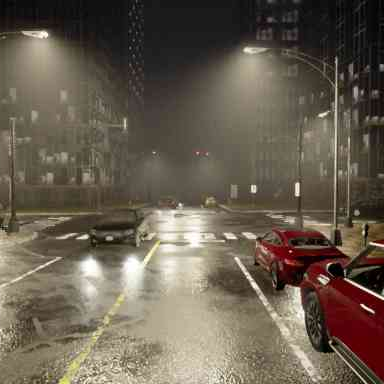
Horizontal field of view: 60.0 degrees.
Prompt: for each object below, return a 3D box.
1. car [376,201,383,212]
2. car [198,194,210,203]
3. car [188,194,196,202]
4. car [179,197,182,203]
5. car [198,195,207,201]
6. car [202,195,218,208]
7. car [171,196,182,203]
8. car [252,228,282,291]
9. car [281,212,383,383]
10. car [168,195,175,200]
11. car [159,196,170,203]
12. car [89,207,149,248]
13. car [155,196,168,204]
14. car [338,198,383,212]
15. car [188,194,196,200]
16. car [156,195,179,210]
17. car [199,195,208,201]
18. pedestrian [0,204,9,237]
[{"bbox_3d":[16.130,1.537,24.051,4.313,1.339,1.947,0,1,-5],"label":"car"},{"bbox_3d":[2.719,1.267,63.395,2.192,1.841,5.009,-1,0,0],"label":"car"},{"bbox_3d":[0.008,1.523,74.239,1.895,1.301,4.718,0,0,0],"label":"car"},{"bbox_3d":[-3.085,1.442,52.850,1.882,1.535,5.008,0,0,0],"label":"car"},{"bbox_3d":[2.688,1.469,86.578,2.008,1.369,4.403,-1,0,0],"label":"car"},{"bbox_3d":[2.812,1.495,48.314,1.752,1.417,4.829,-1,0,0],"label":"car"},{"bbox_3d":[-3.020,1.547,66.909,1.895,1.301,4.718,0,0,1],"label":"car"},{"bbox_3d":[2.679,1.578,8.776,1.802,1.307,4.206,-1,0,0],"label":"car"},{"bbox_3d":[2.672,1.314,3.151,2.192,1.841,5.009,-1,0,0],"label":"car"},{"bbox_3d":[-5.659,1.491,92.315,1.802,1.307,4.206,-1,0,0],"label":"car"},{"bbox_3d":[-5.662,1.509,69.620,1.947,1.339,4.313,-1,0,0],"label":"car"},{"bbox_3d":[-3.101,1.465,14.994,1.882,1.535,5.008,0,0,0],"label":"car"},{"bbox_3d":[-5.833,1.517,63.946,1.947,1.339,4.313,-1,0,0],"label":"car"},{"bbox_3d":[15.653,1.356,29.826,4.892,1.490,1.837,0,1,-5],"label":"car"},{"bbox_3d":[0.009,1.232,84.212,1.882,1.535,5.008,0,0,0],"label":"car"},{"bbox_3d":[-3.109,1.326,42.681,2.097,1.767,4.553,0,0,1],"label":"car"},{"bbox_3d":[2.687,1.492,80.905,1.947,1.339,4.313,-1,0,0],"label":"car"},{"bbox_3d":[-8.841,1.135,15.254,0.375,1.860,0.375,-1,1,0],"label":"pedestrian"}]
